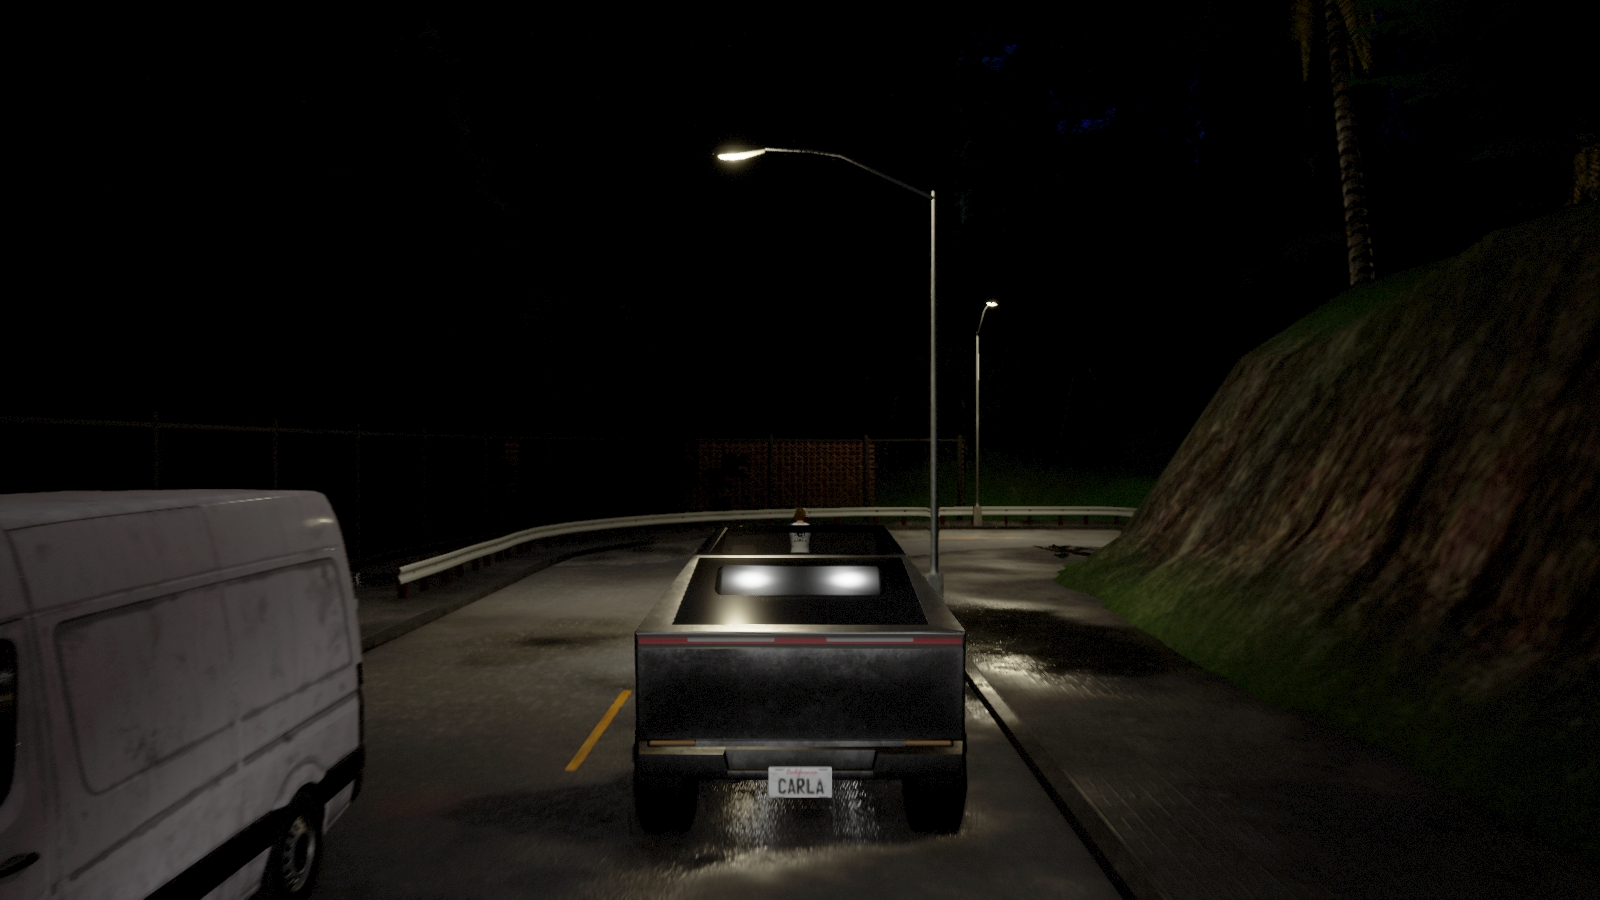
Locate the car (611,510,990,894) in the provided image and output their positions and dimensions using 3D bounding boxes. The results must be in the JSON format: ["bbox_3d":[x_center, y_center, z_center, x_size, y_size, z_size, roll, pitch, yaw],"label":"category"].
[{"bbox_3d":[0.003,1.753,10.340,2.390,2.098,6.274,0,0,0],"label":"car"}]

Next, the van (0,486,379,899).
[{"bbox_3d":[-4.001,1.534,5.210,1.988,2.561,5.915,0,0,0],"label":"van"}]
